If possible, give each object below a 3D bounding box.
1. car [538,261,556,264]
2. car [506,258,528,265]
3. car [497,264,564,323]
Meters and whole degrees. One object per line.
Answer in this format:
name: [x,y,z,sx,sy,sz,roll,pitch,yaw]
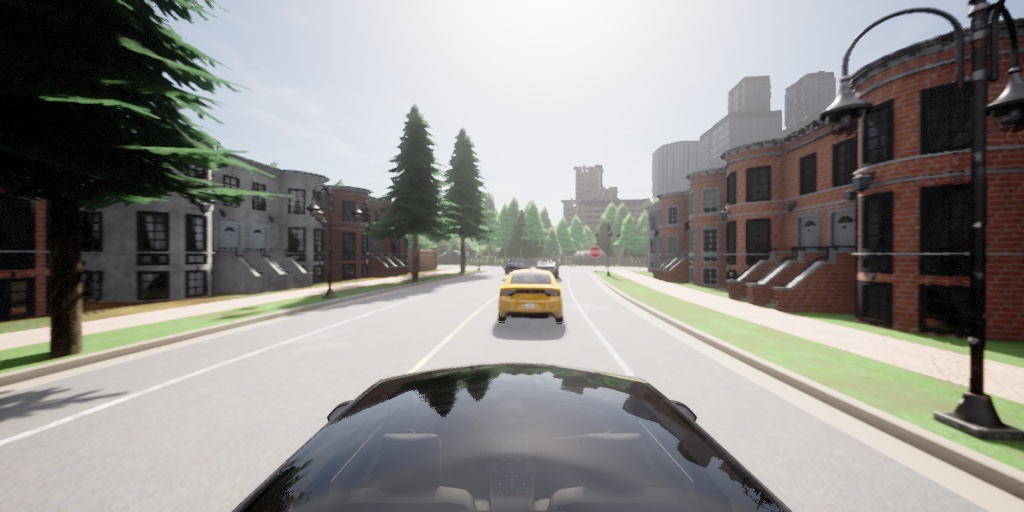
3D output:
car: [2.824,1.141,28.718,2.128,1.511,4.902,0,0,9]
car: [0.552,0.971,37.582,2.097,1.767,4.553,0,0,9]
car: [0.653,1.189,11.981,1.882,1.535,5.008,0,0,4]
